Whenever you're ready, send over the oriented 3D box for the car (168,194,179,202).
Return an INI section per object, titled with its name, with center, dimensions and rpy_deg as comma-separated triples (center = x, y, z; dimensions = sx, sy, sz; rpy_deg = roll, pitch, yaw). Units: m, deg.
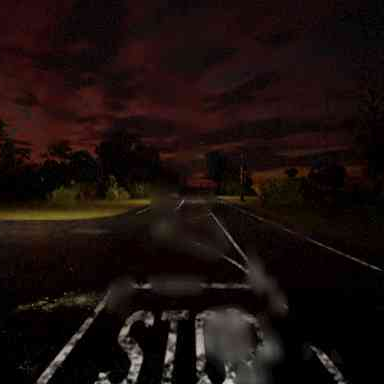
[car]
center = -3.422, 1.092, 61.997
dimensions = 1.895, 1.301, 4.718
rpy_deg = 0, 1, 0
